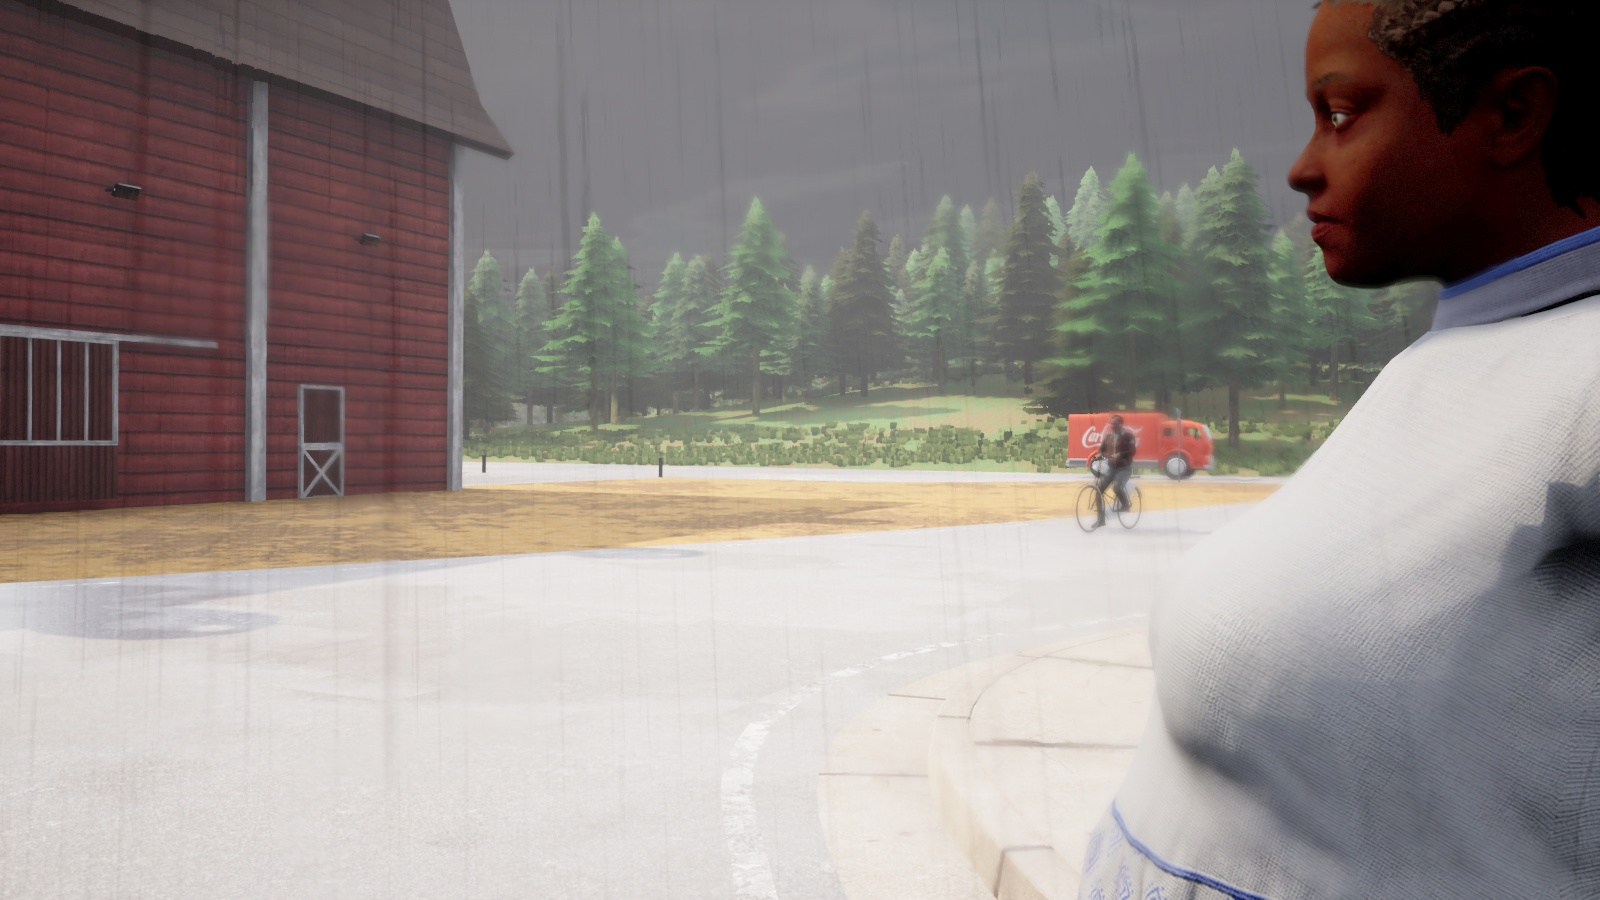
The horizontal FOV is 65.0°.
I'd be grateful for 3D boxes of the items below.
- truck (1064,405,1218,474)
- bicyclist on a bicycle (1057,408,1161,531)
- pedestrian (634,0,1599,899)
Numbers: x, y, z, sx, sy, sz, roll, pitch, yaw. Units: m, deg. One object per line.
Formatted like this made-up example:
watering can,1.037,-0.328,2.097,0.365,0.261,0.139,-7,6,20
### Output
truck,12.918,-0.376,47.504,5.204,2.467,2.627,-1,0,26
bicyclist on a bicycle,4.673,0.268,18.923,1.843,1.776,0.659,-1,1,-45
pedestrian,0.492,0.512,0.896,0.900,1.855,0.874,0,0,19
